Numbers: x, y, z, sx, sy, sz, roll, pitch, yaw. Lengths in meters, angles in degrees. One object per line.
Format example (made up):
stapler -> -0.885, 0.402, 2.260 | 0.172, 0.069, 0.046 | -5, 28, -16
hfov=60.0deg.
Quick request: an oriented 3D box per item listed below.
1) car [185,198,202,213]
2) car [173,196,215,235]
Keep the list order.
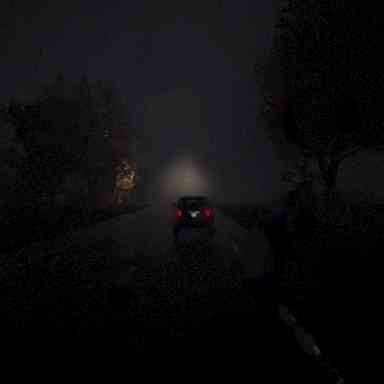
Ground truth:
car -> 0.112, 1.523, 39.320 | 1.882, 1.535, 5.008 | 0, 0, 0
car -> 0.100, 1.228, 18.996 | 2.150, 2.045, 5.566 | 0, 0, 0
